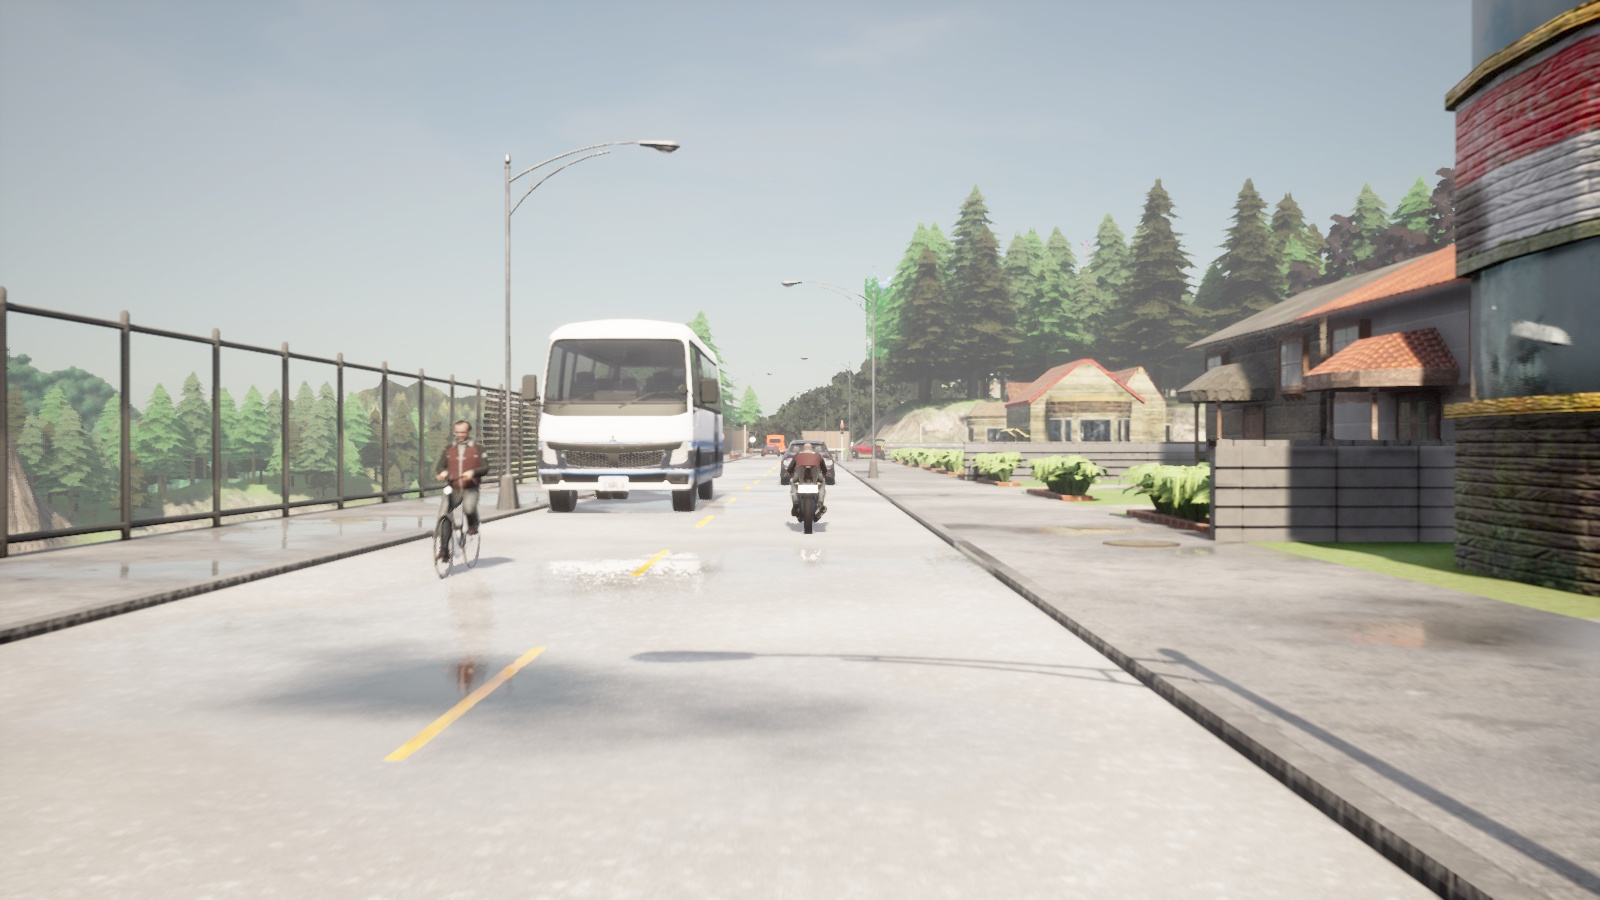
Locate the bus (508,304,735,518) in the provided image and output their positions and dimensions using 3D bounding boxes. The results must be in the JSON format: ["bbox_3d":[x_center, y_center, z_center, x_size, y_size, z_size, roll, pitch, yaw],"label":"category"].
[{"bbox_3d":[-3.813,-0.803,30.096,3.944,4.253,10.273,0,0,0],"label":"bus"}]

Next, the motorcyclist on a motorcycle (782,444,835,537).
[{"bbox_3d":[0.138,0.660,21.637,0.866,1.530,2.191,0,0,0],"label":"motorcyclist on a motorcycle"}]

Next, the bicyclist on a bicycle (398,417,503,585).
[{"bbox_3d":[-3.904,0.534,14.165,0.659,1.776,1.843,0,0,0],"label":"bicyclist on a bicycle"}]

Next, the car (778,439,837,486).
[{"bbox_3d":[0.278,0.417,46.120,2.033,1.649,4.856,0,0,0],"label":"car"}]
